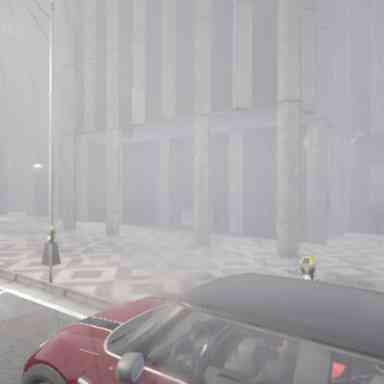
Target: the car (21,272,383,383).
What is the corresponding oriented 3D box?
[{"bbox_3d":[0.398,1.430,2.683,4.097,1.590,1.967,1,0,35],"label":"car"}]
